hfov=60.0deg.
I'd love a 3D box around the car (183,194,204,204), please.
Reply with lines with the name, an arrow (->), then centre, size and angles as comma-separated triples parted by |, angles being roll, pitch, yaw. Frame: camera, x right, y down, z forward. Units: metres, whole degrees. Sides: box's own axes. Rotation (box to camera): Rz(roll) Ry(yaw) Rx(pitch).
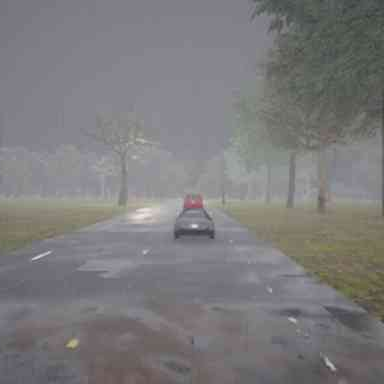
car -> 0.136, 1.182, 37.063 | 2.150, 2.045, 5.566 | 0, 0, 0

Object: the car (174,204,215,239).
car -> 0.117, 1.527, 17.205 | 1.994, 1.385, 4.181 | 0, 0, 0
